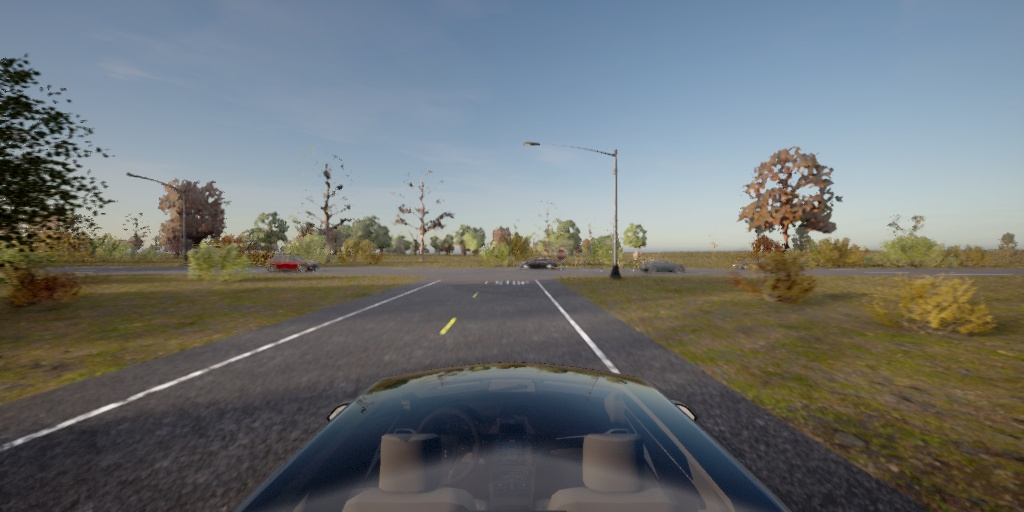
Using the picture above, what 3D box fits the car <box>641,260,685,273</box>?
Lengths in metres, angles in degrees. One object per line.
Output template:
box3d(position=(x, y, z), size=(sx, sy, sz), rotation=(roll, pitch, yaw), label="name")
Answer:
box3d(position=(15.608, 1.075, 37.220), size=(4.181, 1.385, 1.994), rotation=(0, 1, -2), label="car")

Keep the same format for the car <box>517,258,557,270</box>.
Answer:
box3d(position=(3.082, 0.985, 43.883), size=(4.892, 1.490, 1.837), rotation=(0, 1, -1), label="car")

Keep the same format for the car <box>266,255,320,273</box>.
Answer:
box3d(position=(-22.007, 0.720, 36.209), size=(4.553, 1.767, 2.097), rotation=(0, 1, -2), label="car")

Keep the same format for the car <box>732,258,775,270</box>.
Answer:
box3d(position=(30.028, 1.021, 44.654), size=(4.902, 1.511, 2.128), rotation=(-1, 1, -2), label="car")
